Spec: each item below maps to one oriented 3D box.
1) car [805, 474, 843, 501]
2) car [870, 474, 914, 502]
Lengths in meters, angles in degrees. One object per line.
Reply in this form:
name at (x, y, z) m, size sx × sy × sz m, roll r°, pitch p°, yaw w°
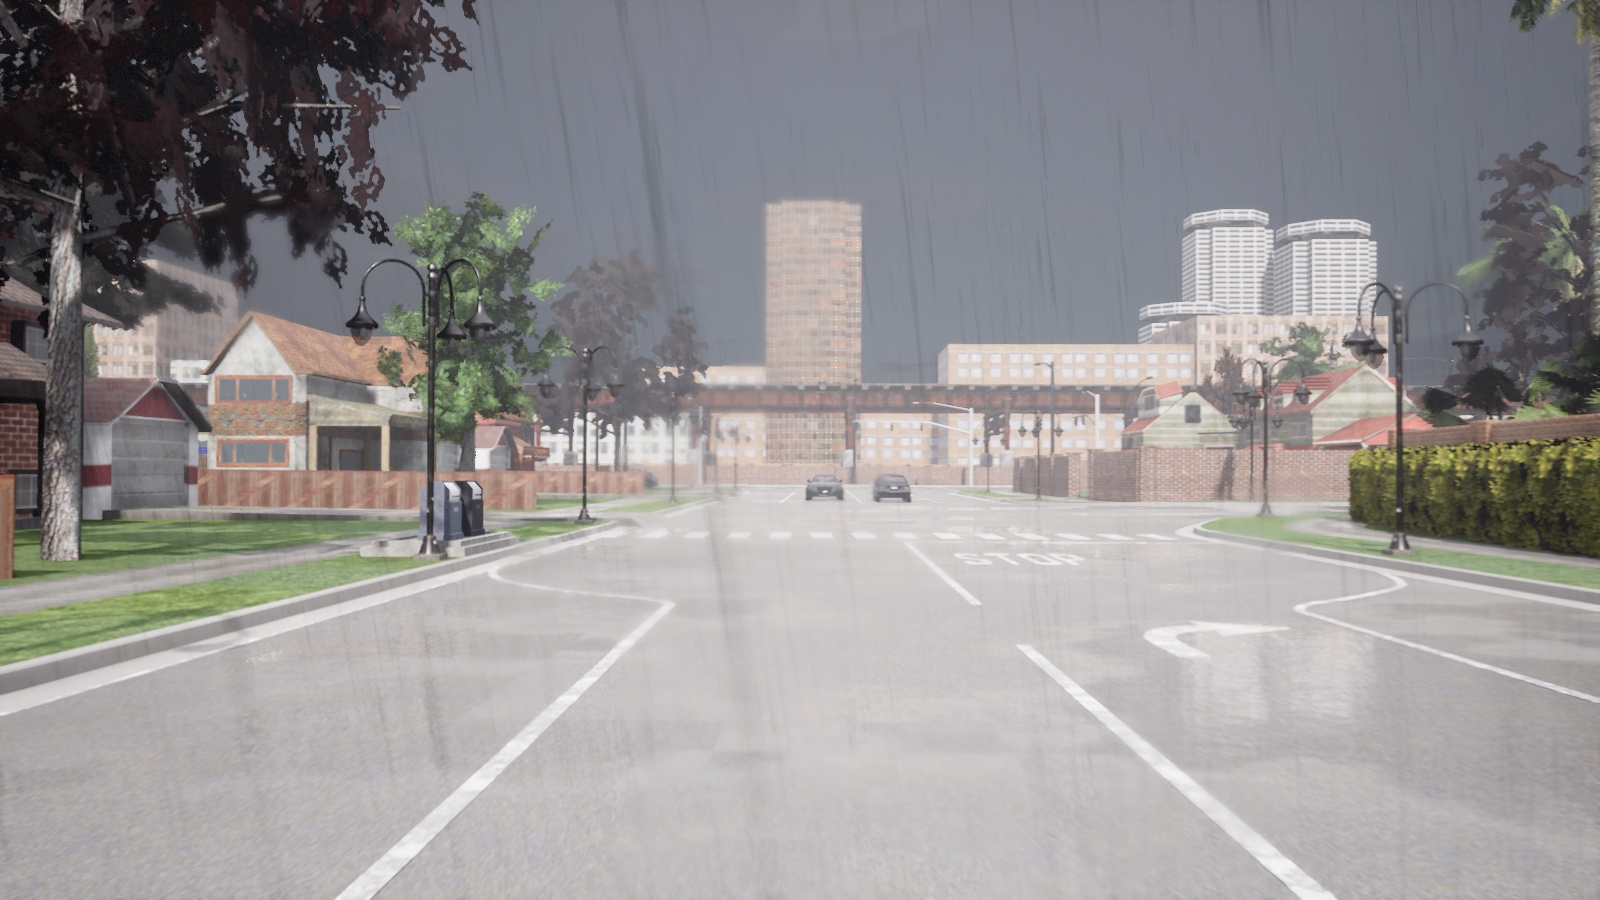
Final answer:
car at (1.292, 2.013, 67.325) m, size 1.994 × 1.385 × 4.181 m, roll 0°, pitch -1°, yaw 1°
car at (4.763, 1.955, 65.755) m, size 2.033 × 1.411 × 5.357 m, roll 0°, pitch -1°, yaw 1°
